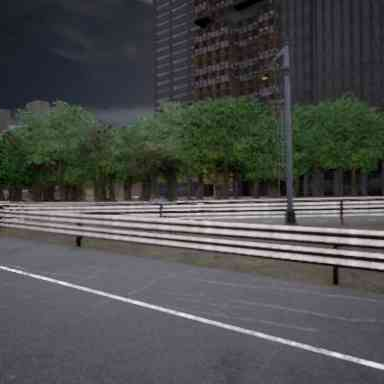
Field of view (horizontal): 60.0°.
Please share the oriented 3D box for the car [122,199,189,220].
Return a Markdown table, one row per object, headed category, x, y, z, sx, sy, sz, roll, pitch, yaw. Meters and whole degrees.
| category | x | y | z | sx | sy | sz | roll | pitch | yaw |
| --- | --- | --- | --- | --- | --- | --- | --- | --- | --- |
| car | -2.736 | 1.304 | 24.612 | 5.008 | 1.535 | 1.882 | -1 | 0 | 6 |
